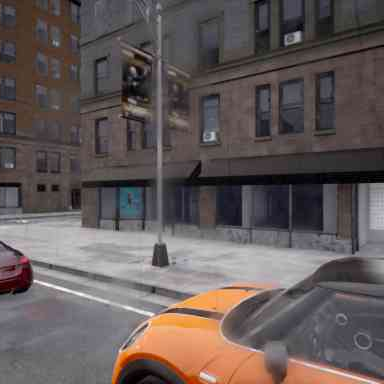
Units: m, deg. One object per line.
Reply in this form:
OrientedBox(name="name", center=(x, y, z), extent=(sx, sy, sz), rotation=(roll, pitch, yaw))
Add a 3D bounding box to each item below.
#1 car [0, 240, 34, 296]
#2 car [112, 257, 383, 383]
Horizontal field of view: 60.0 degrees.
OrientedBox(name="car", center=(-5.482, 1.564, 7.582), extent=(4.181, 1.385, 1.994), rotation=(0, 0, 36))
OrientedBox(name="car", center=(1.457, 1.352, 2.647), extent=(4.553, 1.767, 2.097), rotation=(0, 0, 36))
